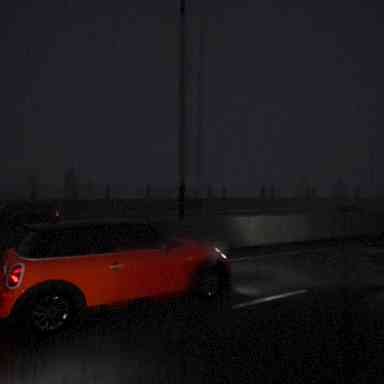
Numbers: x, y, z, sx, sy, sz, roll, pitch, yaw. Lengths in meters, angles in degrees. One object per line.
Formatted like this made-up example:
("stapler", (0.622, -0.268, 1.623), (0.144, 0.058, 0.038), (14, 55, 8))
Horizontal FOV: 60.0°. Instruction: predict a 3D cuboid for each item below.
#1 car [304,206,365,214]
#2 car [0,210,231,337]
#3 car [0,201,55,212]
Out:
("car", (9.226, 1.556, 20.767), (4.718, 1.301, 1.895), (0, 0, -23))
("car", (-1.378, 1.330, 6.819), (4.553, 1.767, 2.097), (0, 0, -33))
("car", (-9.711, 1.284, 18.262), (4.553, 1.767, 2.097), (0, 0, -33))
